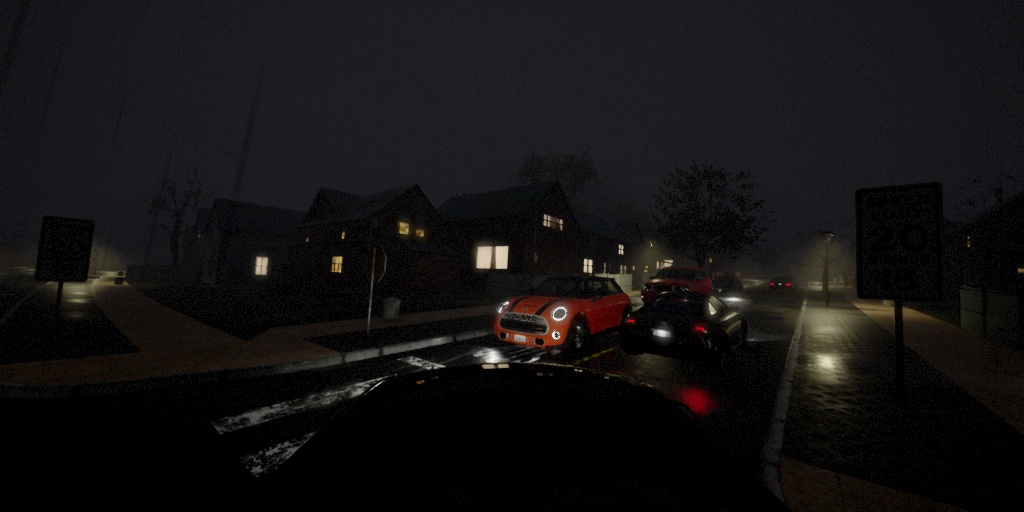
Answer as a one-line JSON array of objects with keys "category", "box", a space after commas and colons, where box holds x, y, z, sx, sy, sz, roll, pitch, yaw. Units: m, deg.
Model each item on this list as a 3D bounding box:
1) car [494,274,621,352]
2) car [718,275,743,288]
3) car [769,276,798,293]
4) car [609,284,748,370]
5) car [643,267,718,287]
[{"category": "car", "box": [1.582, 1.320, 9.743, 2.097, 1.767, 4.553, 0, -2, 38]}, {"category": "car", "box": [16.500, 2.268, 27.635, 1.837, 1.490, 4.892, 0, -1, 40]}, {"category": "car", "box": [25.732, 2.673, 34.153, 2.033, 1.411, 5.357, 0, -2, 40]}, {"category": "car", "box": [4.207, 1.545, 8.516, 1.994, 1.385, 4.181, 0, -2, 40]}, {"category": "car", "box": [8.409, 1.560, 17.979, 2.150, 2.045, 5.566, 0, -3, 40]}]
